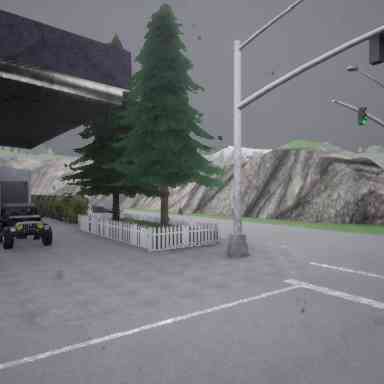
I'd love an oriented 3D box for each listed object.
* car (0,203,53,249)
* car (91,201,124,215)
[{"bbox_3d":[-8.041,1.505,15.808,1.905,1.878,3.866,0,0,-37],"label":"car"},{"bbox_3d":[-9.311,1.739,36.316,2.033,1.411,5.357,0,0,-36],"label":"car"}]
